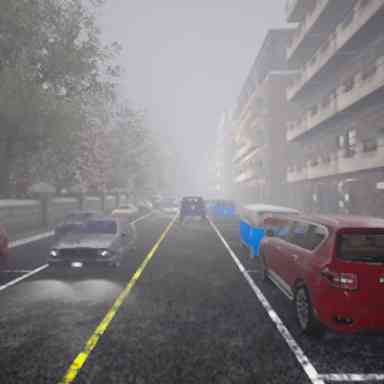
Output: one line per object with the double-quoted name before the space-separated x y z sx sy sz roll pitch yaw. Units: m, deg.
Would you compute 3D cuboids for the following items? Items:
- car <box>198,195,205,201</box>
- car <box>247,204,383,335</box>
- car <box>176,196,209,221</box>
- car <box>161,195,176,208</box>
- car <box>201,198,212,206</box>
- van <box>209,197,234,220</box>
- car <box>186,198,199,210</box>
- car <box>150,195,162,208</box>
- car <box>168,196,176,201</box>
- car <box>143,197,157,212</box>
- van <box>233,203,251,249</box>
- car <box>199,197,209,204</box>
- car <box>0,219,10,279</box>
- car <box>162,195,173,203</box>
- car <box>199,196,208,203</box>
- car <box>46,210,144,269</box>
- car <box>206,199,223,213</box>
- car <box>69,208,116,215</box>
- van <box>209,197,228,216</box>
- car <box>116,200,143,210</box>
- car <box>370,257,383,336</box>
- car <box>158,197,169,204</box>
"car" 2.614 1.718 95.013 1.967 1.590 4.097 1 0 0
"car" 2.701 1.334 6.637 2.192 1.841 5.009 1 0 0
"car" 0.074 1.307 28.425 2.150 2.045 5.566 0 0 0
"car" -3.109 1.654 50.383 1.837 1.490 4.892 0 0 0
"car" 2.643 1.746 61.871 1.947 1.339 4.313 1 0 0
"van" 2.679 1.425 28.732 1.690 1.788 3.998 1 0 0
"car" 0.055 1.662 46.625 1.812 1.442 4.674 0 0 0
"car" -5.721 1.465 50.818 2.192 1.841 5.009 1 0 0
"car" -5.768 1.824 95.004 1.887 1.381 4.507 1 0 0
"car" -5.715 1.669 39.770 2.008 1.369 4.403 1 0 0
"van" 2.696 1.377 12.161 1.690 1.788 3.998 1 0 0
"car" 2.633 1.779 72.919 1.947 1.339 4.313 1 0 0
"car" -5.678 1.336 6.630 2.192 1.841 5.009 1 0 0
"car" -5.748 1.546 78.435 2.192 1.841 5.009 1 0 0
"car" 2.630 1.669 78.442 1.967 1.590 4.097 1 0 0
"car" -3.104 1.583 11.613 2.033 1.411 5.357 0 0 0
"car" 2.665 1.642 39.947 1.752 1.417 4.829 1 0 0
"car" -5.694 1.619 17.677 1.947 1.339 4.313 1 0 0
"van" 2.674 1.441 34.255 1.690 1.788 3.998 1 0 0
"car" -5.704 1.611 28.553 1.752 1.417 4.829 1 0 0
"car" 2.704 1.443 1.114 1.967 1.590 4.097 1 0 0
"car" -5.741 1.764 67.387 1.947 1.339 4.313 1 0 0
